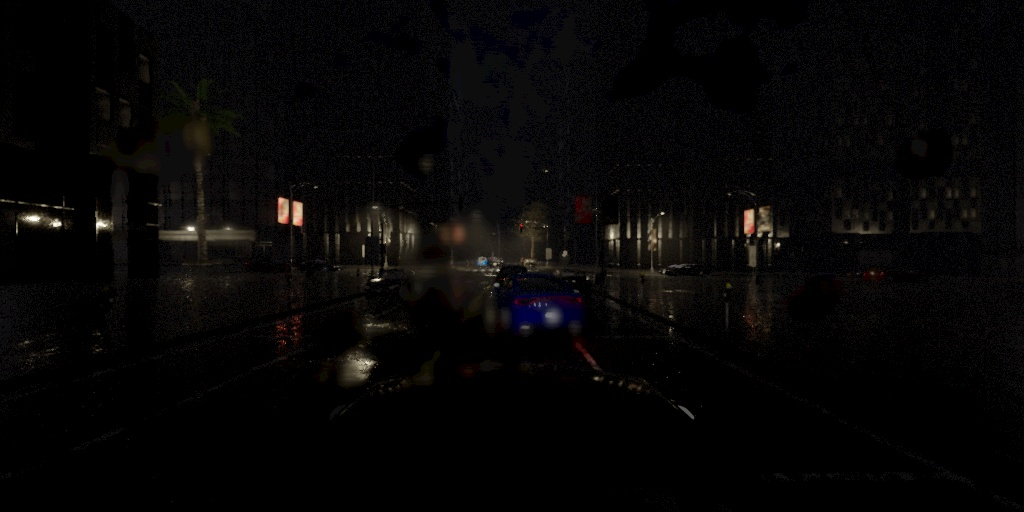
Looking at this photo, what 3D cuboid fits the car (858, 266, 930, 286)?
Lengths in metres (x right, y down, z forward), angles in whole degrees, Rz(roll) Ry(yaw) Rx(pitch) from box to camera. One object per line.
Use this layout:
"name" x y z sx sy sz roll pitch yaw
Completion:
"car" 35.297 1.772 32.927 4.553 1.767 2.097 1 0 0

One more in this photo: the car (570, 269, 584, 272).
"car" 2.778 1.296 17.601 2.007 1.370 4.403 0 0 0

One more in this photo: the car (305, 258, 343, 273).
"car" -20.203 0.955 36.408 5.357 1.411 2.033 1 0 0

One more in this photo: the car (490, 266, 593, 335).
"car" 0.555 1.225 10.655 1.882 1.535 5.008 0 0 -9

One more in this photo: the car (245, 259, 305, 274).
"car" -22.098 0.933 33.167 4.181 1.385 1.994 1 0 0

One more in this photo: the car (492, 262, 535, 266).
"car" 0.083 1.251 18.811 1.837 1.490 4.892 0 0 0

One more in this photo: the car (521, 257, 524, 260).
"car" 3.065 1.272 65.466 1.751 1.417 4.829 0 0 1

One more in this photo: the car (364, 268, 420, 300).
"car" -5.748 1.296 17.613 2.007 1.370 4.403 0 0 0

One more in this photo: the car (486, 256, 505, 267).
"car" -2.800 1.238 61.567 2.128 1.511 4.902 0 0 1

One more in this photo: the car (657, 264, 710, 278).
"car" 19.288 1.619 39.694 4.902 1.511 2.128 1 0 0

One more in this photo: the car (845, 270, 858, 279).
"car" 42.680 2.103 42.807 4.674 1.442 1.812 1 0 1

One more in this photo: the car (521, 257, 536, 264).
"car" 3.008 1.296 59.784 2.007 1.370 4.403 0 0 1
